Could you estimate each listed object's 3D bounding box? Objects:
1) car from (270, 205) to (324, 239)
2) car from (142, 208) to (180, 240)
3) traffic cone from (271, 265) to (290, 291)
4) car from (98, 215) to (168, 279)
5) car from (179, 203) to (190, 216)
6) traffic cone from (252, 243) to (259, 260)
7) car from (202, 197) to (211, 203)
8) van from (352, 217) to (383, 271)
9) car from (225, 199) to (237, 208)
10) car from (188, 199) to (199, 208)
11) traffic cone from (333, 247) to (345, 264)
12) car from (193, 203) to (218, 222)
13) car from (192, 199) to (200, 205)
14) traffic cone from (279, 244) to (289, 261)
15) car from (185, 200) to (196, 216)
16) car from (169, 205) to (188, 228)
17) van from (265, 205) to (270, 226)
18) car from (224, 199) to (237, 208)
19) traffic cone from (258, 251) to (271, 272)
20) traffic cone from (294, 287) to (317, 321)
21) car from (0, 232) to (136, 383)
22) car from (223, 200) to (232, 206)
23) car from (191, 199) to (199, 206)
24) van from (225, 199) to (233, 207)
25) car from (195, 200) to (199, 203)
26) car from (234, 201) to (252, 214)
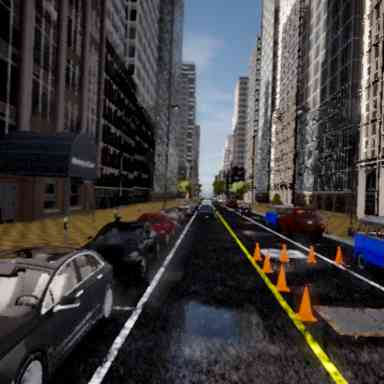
[{"bbox_3d":[6.776,1.843,21.256,2.192,1.841,5.009,2,-1,2],"label":"car"},{"bbox_3d":[-1.830,1.666,15.921,1.887,1.381,4.507,2,-1,2],"label":"car"},{"bbox_3d":[2.269,2.149,8.403,0.340,0.580,0.340,2,-1,2],"label":"traffic cone"},{"bbox_3d":[-2.063,1.609,10.242,1.947,1.339,4.313,2,-1,2],"label":"car"},{"bbox_3d":[-1.367,1.860,27.277,1.802,1.307,4.206,2,-1,2],"label":"car"},{"bbox_3d":[2.433,2.204,12.399,0.340,0.580,0.340,2,-1,2],"label":"traffic cone"},{"bbox_3d":[3.470,2.318,79.209,2.150,2.045,5.566,2,-1,2],"label":"car"},{"bbox_3d":[6.311,1.713,9.898,1.690,1.788,3.998,2,-1,2],"label":"van"},{"bbox_3d":[9.099,2.622,78.040,2.192,1.841,5.009,2,-1,2],"label":"car"},{"bbox_3d":[0.264,2.264,67.027,1.967,1.590,4.097,2,-1,2],"label":"car"},{"bbox_3d":[5.428,2.321,12.275,0.340,0.580,0.340,2,-1,2],"label":"traffic cone"},{"bbox_3d":[1.380,1.994,30.799,1.994,1.385,4.181,2,-1,2],"label":"car"},{"bbox_3d":[1.189,2.699,89.740,1.947,1.339,4.313,2,-1,2],"label":"car"},{"bbox_3d":[3.431,2.243,12.358,0.340,0.580,0.340,2,-1,2],"label":"traffic cone"},{"bbox_3d":[-0.901,1.985,38.635,2.008,1.369,4.403,2,-1,2],"label":"car"},{"bbox_3d":[-1.599,1.751,21.599,2.008,1.369,4.403,2,-1,2],"label":"car"},{"bbox_3d":[7.008,1.947,26.934,1.690,1.788,3.998,2,-1,2],"label":"van"},{"bbox_3d":[8.867,2.544,72.361,2.192,1.841,5.009,2,-1,2],"label":"car"},{"bbox_3d":[2.351,2.176,10.401,0.340,0.580,0.340,2,-1,2],"label":"traffic cone"},{"bbox_3d":[2.187,2.121,6.405,0.340,0.580,0.340,2,-1,2],"label":"traffic cone"},{"bbox_3d":[-2.295,1.516,4.564,2.008,1.369,4.403,2,-1,2],"label":"car"},{"bbox_3d":[9.560,2.901,89.394,1.967,1.590,4.097,2,-1,2],"label":"car"},{"bbox_3d":[0.719,2.502,78.214,1.752,1.417,4.829,2,-1,2],"label":"car"},{"bbox_3d":[9.331,2.725,83.717,1.690,1.788,3.998,2,-1,2],"label":"van"},{"bbox_3d":[-0.436,2.141,49.991,2.008,1.369,4.403,2,-1,2],"label":"car"},{"bbox_3d":[7.931,2.469,49.644,2.008,1.369,4.403,2,-1,2],"label":"car"}]
